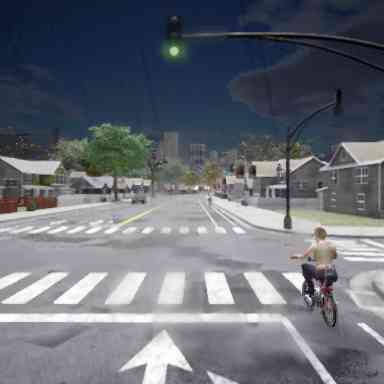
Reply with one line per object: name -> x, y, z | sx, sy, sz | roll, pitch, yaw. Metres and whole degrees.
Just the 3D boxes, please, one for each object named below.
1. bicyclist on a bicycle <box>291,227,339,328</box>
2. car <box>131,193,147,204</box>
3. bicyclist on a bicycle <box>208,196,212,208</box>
bicyclist on a bicycle -> 2.271, 1.435, 5.993 | 0.866, 1.612, 1.509 | 0, 0, 0
car -> -9.740, 1.158, 61.654 | 2.150, 2.045, 5.566 | 0, 0, 0
bicyclist on a bicycle -> 2.257, 1.335, 41.697 | 0.659, 1.776, 1.843 | 0, 0, 0
